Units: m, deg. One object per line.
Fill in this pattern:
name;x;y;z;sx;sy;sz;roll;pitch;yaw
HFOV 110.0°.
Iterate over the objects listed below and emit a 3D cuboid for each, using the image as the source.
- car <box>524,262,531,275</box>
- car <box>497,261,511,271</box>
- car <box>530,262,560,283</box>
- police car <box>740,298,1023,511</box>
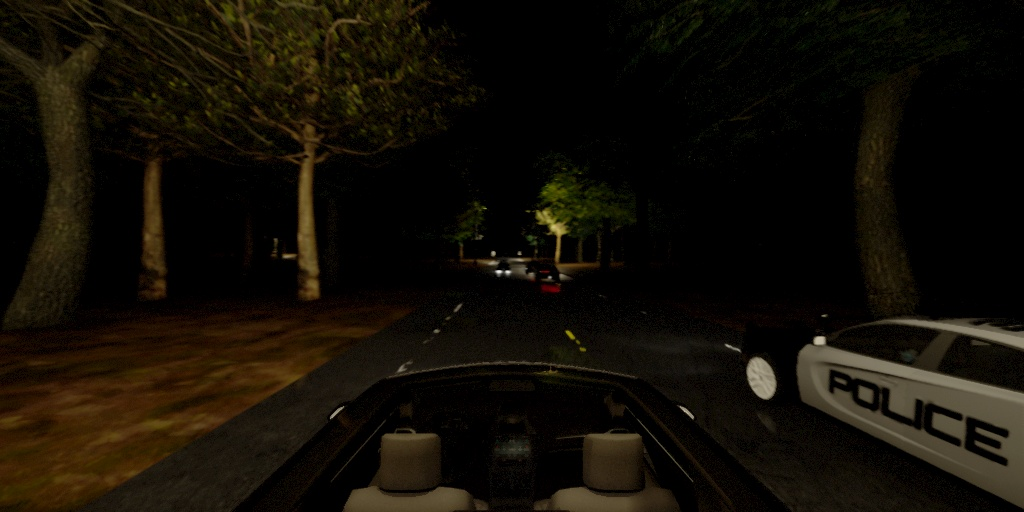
car;2.518;1.386;42.063;1.837;1.490;4.892;1;1;-1
car;-1.175;1.344;50.322;2.033;1.411;5.357;1;0;-1
car;2.862;1.389;30.062;1.837;1.490;4.892;1;0;-2
police car;4.460;1.252;3.578;1.930;1.638;5.238;1;0;-1
